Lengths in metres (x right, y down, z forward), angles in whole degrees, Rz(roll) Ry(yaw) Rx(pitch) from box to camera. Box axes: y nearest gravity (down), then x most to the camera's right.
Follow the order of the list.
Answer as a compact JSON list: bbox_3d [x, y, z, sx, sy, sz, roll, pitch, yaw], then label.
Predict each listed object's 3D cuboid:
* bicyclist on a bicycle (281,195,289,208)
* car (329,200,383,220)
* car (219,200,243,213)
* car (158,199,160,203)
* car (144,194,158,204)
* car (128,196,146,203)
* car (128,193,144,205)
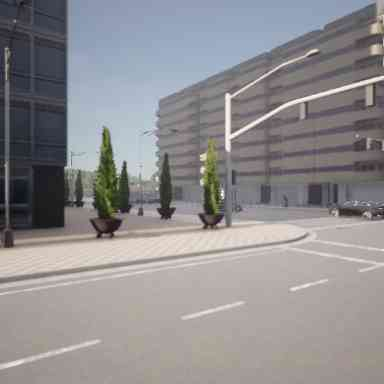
[{"bbox_3d":[11.870,1.224,42.423,1.656,1.620,0.582,0,0,-35],"label":"bicyclist on a bicycle"},{"bbox_3d":[13.582,1.419,27.227,2.128,1.511,4.902,0,0,-31],"label":"car"},{"bbox_3d":[3.473,1.493,35.273,1.994,1.385,4.181,0,0,-35],"label":"car"},{"bbox_3d":[-5.637,1.525,60.614,1.895,1.301,4.718,0,0,-35],"label":"car"},{"bbox_3d":[-8.557,1.474,58.685,2.033,1.411,5.357,0,0,-35],"label":"car"},{"bbox_3d":[-11.380,1.515,68.673,1.895,1.301,4.718,0,0,-35],"label":"car"},{"bbox_3d":[-10.513,1.421,55.196,2.128,1.511,4.902,0,0,-35],"label":"car"}]
